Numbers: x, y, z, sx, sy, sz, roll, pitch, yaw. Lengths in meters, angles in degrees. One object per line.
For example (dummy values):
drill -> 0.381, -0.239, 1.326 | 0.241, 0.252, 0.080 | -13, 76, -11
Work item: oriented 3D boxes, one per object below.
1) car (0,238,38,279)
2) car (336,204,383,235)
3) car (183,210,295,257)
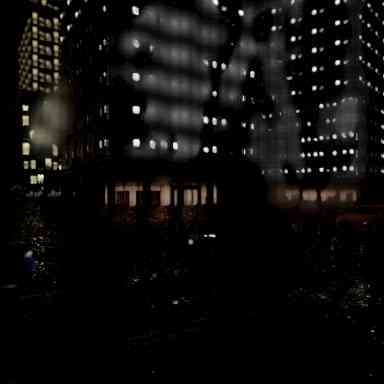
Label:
car -> -6.324, 1.527, 7.183 | 5.357, 1.411, 2.033 | 0, 0, -35
car -> 10.096, 1.465, 18.743 | 5.008, 1.535, 1.882 | 0, 0, -36
car -> 1.962, 1.477, 13.011 | 4.902, 1.511, 2.128 | 0, 0, -35
